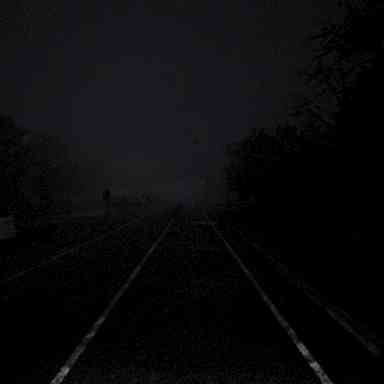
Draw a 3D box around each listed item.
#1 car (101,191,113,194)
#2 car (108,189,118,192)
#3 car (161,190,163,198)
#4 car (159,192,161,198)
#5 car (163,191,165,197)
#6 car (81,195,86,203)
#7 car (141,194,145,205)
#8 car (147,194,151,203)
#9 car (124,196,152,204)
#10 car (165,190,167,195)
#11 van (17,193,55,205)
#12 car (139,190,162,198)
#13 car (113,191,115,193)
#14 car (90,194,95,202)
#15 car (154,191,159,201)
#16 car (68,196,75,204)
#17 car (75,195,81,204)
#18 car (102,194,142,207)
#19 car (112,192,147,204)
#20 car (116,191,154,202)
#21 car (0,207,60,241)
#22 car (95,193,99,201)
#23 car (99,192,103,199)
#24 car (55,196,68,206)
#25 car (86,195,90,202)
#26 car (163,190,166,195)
[{"bbox_3d":[-22.971,1.149,82.191,5.366,1.575,1.946,0,2,0],"label":"car"},{"bbox_3d":[-23.157,0.730,87.759,5.566,2.045,2.435,0,2,0],"label":"car"},{"bbox_3d":[-10.107,1.026,82.296,4.553,1.767,2.185,0,2,0],"label":"car"},{"bbox_3d":[-10.132,1.318,76.733,4.792,1.488,2.163,0,1,0],"label":"car"},{"bbox_3d":[-10.065,1.110,85.086,4.674,1.452,2.002,0,2,0],"label":"car"},{"bbox_3d":[-23.438,1.468,62.806,5.366,1.575,1.946,0,0,0],"label":"car"},{"bbox_3d":[-10.256,1.476,51.649,4.792,1.488,2.163,0,0,0],"label":"car"},{"bbox_3d":[-10.194,1.479,57.214,5.008,1.535,2.097,0,0,0],"label":"car"},{"bbox_3d":[-10.166,1.476,62.798,4.892,1.521,2.231,0,0,0],"label":"car"},{"bbox_3d":[-10.029,0.882,90.661,5.008,1.535,2.097,0,2,0],"label":"car"},{"bbox_3d":[-23.194,1.198,48.848,4.442,1.987,1.878,1,0,0],"label":"van"},{"bbox_3d":[-10.121,1.099,79.517,4.553,1.767,2.185,0,2,0],"label":"car"},{"bbox_3d":[-23.148,1.071,84.980,5.008,1.535,2.097,0,2,0],"label":"car"},{"bbox_3d":[-23.220,1.426,68.252,5.008,1.535,2.097,0,1,0],"label":"car"},{"bbox_3d":[-10.100,1.265,71.156,4.553,1.767,2.185,0,1,0],"label":"car"},{"bbox_3d":[-23.308,1.504,57.217,4.792,1.488,2.163,0,0,0],"label":"car"},{"bbox_3d":[-23.451,1.474,60.010,5.366,1.575,1.946,0,0,0],"label":"car"},{"bbox_3d":[-10.212,1.456,48.865,4.792,1.488,2.163,0,0,0],"label":"car"},{"bbox_3d":[-10.245,1.340,54.436,4.553,1.767,2.185,0,0,0],"label":"car"},{"bbox_3d":[-10.214,1.230,60.008,5.566,2.045,2.435,0,0,0],"label":"car"},{"bbox_3d":[-10.070,1.805,19.047,4.792,1.488,2.163,0,-1,0],"label":"car"},{"bbox_3d":[-23.206,1.389,71.041,5.008,1.535,2.097,0,1,0],"label":"car"},{"bbox_3d":[-23.191,1.341,73.959,4.892,1.521,2.231,0,1,0],"label":"car"},{"bbox_3d":[-23.297,1.501,54.305,4.674,1.452,2.002,0,0,0],"label":"car"},{"bbox_3d":[-23.210,1.485,65.461,4.792,1.488,2.163,0,0,0],"label":"car"},{"bbox_3d":[-10.042,0.980,87.873,5.008,1.535,2.097,0,2,0],"label":"car"}]
